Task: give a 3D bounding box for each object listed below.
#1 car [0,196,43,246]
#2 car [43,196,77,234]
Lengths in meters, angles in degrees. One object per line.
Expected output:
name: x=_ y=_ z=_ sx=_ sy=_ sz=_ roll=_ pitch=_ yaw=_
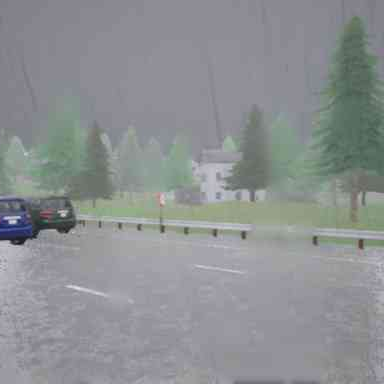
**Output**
car: x=-9.022 y=1.220 z=13.860 sx=5.566 sy=2.045 sz=2.150 roll=0 pitch=0 yaw=31
car: x=-8.599 y=1.218 z=17.700 sx=5.566 sy=2.045 sz=2.150 roll=0 pitch=0 yaw=31
